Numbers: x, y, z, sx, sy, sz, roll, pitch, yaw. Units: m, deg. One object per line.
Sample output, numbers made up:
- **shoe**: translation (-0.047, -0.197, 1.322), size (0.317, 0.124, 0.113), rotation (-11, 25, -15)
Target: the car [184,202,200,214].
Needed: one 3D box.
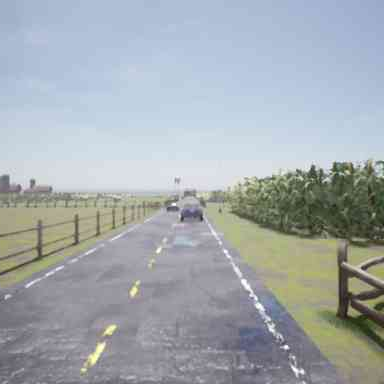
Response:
- **car**: translation (0.022, 2.115, 44.890), size (2.033, 1.411, 5.357), rotation (0, -1, 1)

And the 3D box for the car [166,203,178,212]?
- **car**: translation (-2.764, 2.277, 49.253), size (1.895, 1.301, 4.718), rotation (0, -1, 0)

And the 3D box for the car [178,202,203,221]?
- **car**: translation (0.001, 1.764, 32.211), size (2.097, 1.767, 4.553), rotation (0, -1, 0)
